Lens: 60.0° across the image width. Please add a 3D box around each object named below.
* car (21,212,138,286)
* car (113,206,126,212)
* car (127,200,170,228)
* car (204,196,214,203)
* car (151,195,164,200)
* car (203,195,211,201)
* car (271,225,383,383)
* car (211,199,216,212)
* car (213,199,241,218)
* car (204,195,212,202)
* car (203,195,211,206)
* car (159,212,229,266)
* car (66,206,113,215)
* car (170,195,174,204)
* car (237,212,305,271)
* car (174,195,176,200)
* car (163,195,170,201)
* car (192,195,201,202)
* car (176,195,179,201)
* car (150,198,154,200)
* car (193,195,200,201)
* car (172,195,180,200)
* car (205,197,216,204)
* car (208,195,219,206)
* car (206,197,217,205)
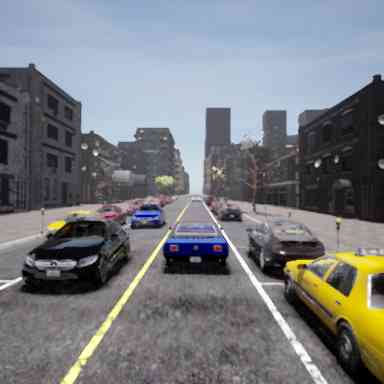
[{"bbox_3d":[-2.977,1.514,9.565,1.812,1.442,4.674,0,0,1],"label":"car"},{"bbox_3d":[-5.402,1.563,21.910,1.802,1.307,4.206,1,0,1],"label":"car"},{"bbox_3d":[-2.795,1.522,22.144,1.812,1.442,4.674,0,0,1],"label":"car"},{"bbox_3d":[3.661,1.611,71.280,1.887,1.381,4.507,1,0,1],"label":"car"},{"bbox_3d":[-5.101,1.521,43.870,1.752,1.417,4.829,1,0,1],"label":"car"},{"bbox_3d":[4.021,1.638,90.735,2.008,1.369,4.403,1,0,1],"label":"car"},{"bbox_3d":[2.753,1.544,5.366,1.752,1.417,4.829,1,0,1],"label":"car"},{"bbox_3d":[3.128,1.617,32.859,1.802,1.307,4.206,1,0,1],"label":"car"},{"bbox_3d":[3.053,1.583,27.326,2.008,1.369,4.403,1,0,1],"label":"car"},{"bbox_3d":[3.868,1.603,82.515,1.752,1.417,4.829,1,0,1],"label":"car"},{"bbox_3d":[3.435,1.367,54.989,2.192,1.841,5.009,1,0,1],"label":"car"},{"bbox_3d":[0.139,1.608,11.517,1.895,1.301,4.718,0,0,1],"label":"car"},{"bbox_3d":[-5.479,1.503,16.207,1.752,1.417,4.829,1,0,1],"label":"car"},{"bbox_3d":[-4.873,1.592,60.637,1.802,1.307,4.206,1,0,1],"label":"car"},{"bbox_3d":[2.826,1.573,10.729,2.008,1.369,4.403,1,0,1],"label":"car"},{"bbox_3d":[-4.795,1.455,66.170,1.967,1.590,4.097,1,0,1],"label":"car"},{"bbox_3d":[-5.020,1.315,49.573,2.192,1.841,5.009,1,0,1],"label":"car"},{"bbox_3d":[0.992,1.642,73.825,1.895,1.301,4.718,0,0,1],"label":"car"},{"bbox_3d":[-4.619,1.557,84.244,1.752,1.417,4.829,1,0,1],"label":"car"},{"bbox_3d":[-5.251,1.570,32.976,1.802,1.307,4.206,1,0,1],"label":"car"},{"bbox_3d":[1.128,1.473,83.797,1.837,1.490,4.892,0,0,1],"label":"car"},{"bbox_3d":[-4.519,1.596,95.479,2.008,1.369,4.403,1,0,1],"label":"car"},{"bbox_3d":[3.582,1.628,66.054,1.947,1.339,4.313,1,0,1],"label":"car"},{"bbox_3d":[3.206,1.479,38.392,1.967,1.590,4.097,1,0,1],"label":"car"},{"bbox_3d":[3.507,1.622,60.521,1.947,1.339,4.313,1,0,1],"label":"car"}]
